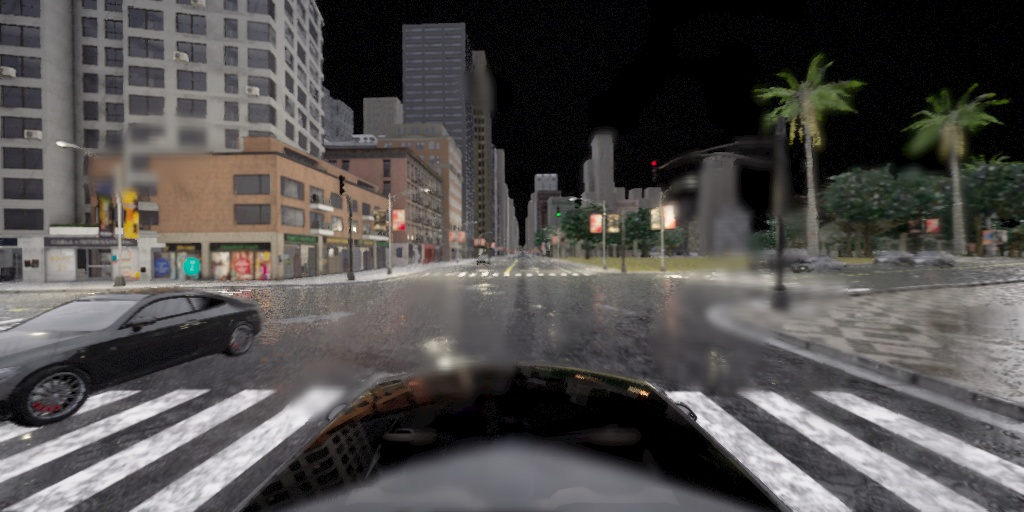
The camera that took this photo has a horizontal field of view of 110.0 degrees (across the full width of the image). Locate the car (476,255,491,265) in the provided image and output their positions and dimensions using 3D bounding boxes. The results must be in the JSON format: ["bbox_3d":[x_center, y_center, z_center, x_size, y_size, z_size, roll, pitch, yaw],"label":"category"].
[{"bbox_3d":[-4.736,0.633,59.923,2.097,1.767,4.553,0,0,2],"label":"car"}]

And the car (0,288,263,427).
[{"bbox_3d":[-6.326,1.308,5.888,1.812,1.442,4.674,-1,0,2],"label":"car"}]

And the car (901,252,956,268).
[{"bbox_3d":[40.742,0.368,34.748,4.902,1.511,2.128,-1,1,-22],"label":"car"}]

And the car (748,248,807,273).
[{"bbox_3d":[23.546,0.385,31.526,5.566,2.045,2.150,-2,1,-20],"label":"car"}]

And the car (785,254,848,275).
[{"bbox_3d":[24.302,0.753,28.356,4.181,1.385,1.994,-1,1,-20],"label":"car"}]

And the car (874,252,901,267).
[{"bbox_3d":[40.955,0.326,38.346,4.902,1.511,2.128,-1,1,-22],"label":"car"}]
